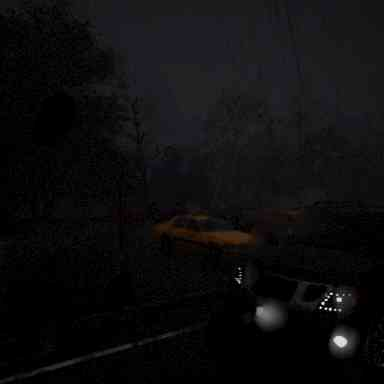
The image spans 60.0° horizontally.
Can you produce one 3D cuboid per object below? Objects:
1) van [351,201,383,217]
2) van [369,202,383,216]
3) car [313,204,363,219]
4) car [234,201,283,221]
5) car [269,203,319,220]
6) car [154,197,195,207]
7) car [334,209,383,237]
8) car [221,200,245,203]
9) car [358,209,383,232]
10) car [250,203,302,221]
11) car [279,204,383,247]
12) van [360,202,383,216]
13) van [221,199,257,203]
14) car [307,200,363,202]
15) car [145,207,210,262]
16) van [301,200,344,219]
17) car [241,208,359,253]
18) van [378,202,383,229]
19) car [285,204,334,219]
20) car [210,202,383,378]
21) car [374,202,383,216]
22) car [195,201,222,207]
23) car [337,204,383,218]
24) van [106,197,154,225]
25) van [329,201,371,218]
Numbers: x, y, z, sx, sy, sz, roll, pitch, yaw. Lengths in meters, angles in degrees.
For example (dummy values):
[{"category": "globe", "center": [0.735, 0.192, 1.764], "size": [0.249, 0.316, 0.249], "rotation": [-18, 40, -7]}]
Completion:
[{"category": "van", "center": [24.462, 2.307, 45.631], "size": [1.878, 1.987, 4.442], "rotation": [2, -1, -35]}, {"category": "van", "center": [28.840, 2.542, 49.039], "size": [1.878, 1.987, 4.442], "rotation": [3, -2, -35]}, {"category": "car", "center": [17.855, 2.300, 40.837], "size": [1.946, 1.575, 5.366], "rotation": [2, -1, -36]}, {"category": "car", "center": [6.494, 1.814, 32.924], "size": [2.185, 1.767, 4.553], "rotation": [2, -1, -35]}, {"category": "car", "center": [10.986, 2.085, 36.159], "size": [2.097, 1.535, 5.008], "rotation": [2, -1, -35]}, {"category": "car", "center": [-2.554, 1.405, 26.545], "size": [2.435, 2.045, 5.566], "rotation": [1, -1, -35]}, {"category": "car", "center": [11.628, 1.893, 20.596], "size": [2.163, 1.488, 4.792], "rotation": [2, -1, -35]}, {"category": "car", "center": [1.967, 1.795, 29.727], "size": [2.231, 1.521, 4.892], "rotation": [2, -1, -35]}, {"category": "car", "center": [13.902, 1.976, 22.184], "size": [2.002, 1.452, 4.674], "rotation": [2, -1, -35]}, {"category": "car", "center": [8.629, 2.009, 34.479], "size": [2.097, 1.535, 5.008], "rotation": [2, -1, -35]}, {"category": "car", "center": [7.114, 1.595, 17.379], "size": [2.185, 1.767, 4.553], "rotation": [2, -1, -35]}, {"category": "van", "center": [26.688, 2.430, 47.505], "size": [1.878, 1.987, 4.442], "rotation": [3, -2, -35]}, {"category": "van", "center": [4.155, 1.641, 31.439], "size": [1.878, 1.987, 4.442], "rotation": [2, -1, -35]}, {"category": "car", "center": [9.408, 1.539, 18.941], "size": [2.435, 2.045, 5.566], "rotation": [2, -1, -35]}, {"category": "car", "center": [0.466, 1.545, 12.373], "size": [1.946, 1.575, 5.366], "rotation": [1, -1, -35]}, {"category": "van", "center": [15.429, 2.005, 39.478], "size": [1.878, 1.987, 4.442], "rotation": [2, -1, -35]}, {"category": "car", "center": [4.866, 1.655, 15.746], "size": [2.097, 1.535, 5.008], "rotation": [2, -1, -35]}, {"category": "van", "center": [16.102, 1.783, 23.892], "size": [1.878, 1.987, 4.442], "rotation": [2, -1, -35]}, {"category": "car", "center": [13.241, 2.159, 37.766], "size": [2.231, 1.521, 4.892], "rotation": [2, -1, -35]}, {"category": "car", "center": [3.210, 1.292, 5.978], "size": [5.566, 2.045, 2.150], "rotation": [1, -1, -36]}, {"category": "car", "center": [31.179, 2.634, 50.529], "size": [2.435, 2.045, 5.566], "rotation": [3, -2, -35]}, {"category": "car", "center": [-0.182, 1.720, 27.976], "size": [1.946, 1.575, 5.366], "rotation": [2, -1, -35]}, {"category": "car", "center": [22.253, 2.449, 44.206], "size": [2.097, 1.535, 5.008], "rotation": [2, -1, -35]}, {"category": "van", "center": [-4.961, 1.372, 24.939], "size": [1.878, 1.987, 4.442], "rotation": [1, -1, -35]}, {"category": "van", "center": [20.074, 2.150, 42.502], "size": [1.878, 1.987, 4.442], "rotation": [2, -1, -35]}]
